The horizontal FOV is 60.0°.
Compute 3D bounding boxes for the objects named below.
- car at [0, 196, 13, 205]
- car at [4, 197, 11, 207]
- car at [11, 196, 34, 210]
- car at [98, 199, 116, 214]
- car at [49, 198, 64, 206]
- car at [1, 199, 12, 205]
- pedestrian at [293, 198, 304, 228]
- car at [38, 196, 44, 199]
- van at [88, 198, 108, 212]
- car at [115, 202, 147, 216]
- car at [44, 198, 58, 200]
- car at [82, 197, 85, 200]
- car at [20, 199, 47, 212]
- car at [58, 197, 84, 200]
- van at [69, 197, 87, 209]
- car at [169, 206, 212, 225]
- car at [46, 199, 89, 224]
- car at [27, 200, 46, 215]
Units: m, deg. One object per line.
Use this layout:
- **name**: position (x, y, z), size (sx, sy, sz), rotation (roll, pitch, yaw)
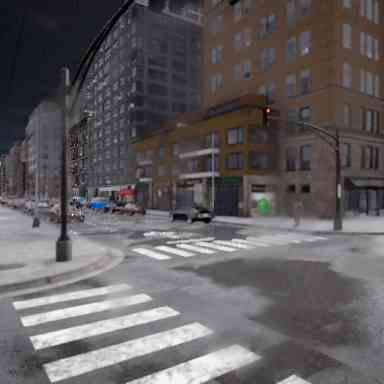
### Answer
- **car**: position (-37.276, 2.043, 67.558), size (1.887, 1.381, 4.507), rotation (0, -1, -34)
- **car**: position (-31.188, 1.970, 58.370), size (2.008, 1.369, 4.403), rotation (0, -1, -34)
- **car**: position (-25.101, 1.781, 49.183), size (1.967, 1.590, 4.097), rotation (0, -1, -34)
- **car**: position (-9.280, 1.838, 39.834), size (1.947, 1.339, 4.313), rotation (0, -1, -34)
- **car**: position (-27.543, 1.942, 67.397), size (1.967, 1.590, 4.097), rotation (0, -1, -34)
- **car**: position (-40.320, 2.119, 72.151), size (1.802, 1.307, 4.206), rotation (0, -1, -34)
- **pedestrian**: position (6.648, 1.281, 21.000), size (0.375, 1.860, 0.375), rotation (0, -1, -34)
- **car**: position (-33.630, 2.021, 76.585), size (1.967, 1.590, 4.097), rotation (0, -1, -34)
- **van**: position (-12.323, 1.649, 44.429), size (1.690, 1.788, 3.998), rotation (0, -1, -34)
- **car**: position (-6.236, 1.819, 35.240), size (1.802, 1.307, 4.206), rotation (0, -1, -34)
- **car**: position (-23.111, 2.002, 55.935), size (1.895, 1.301, 4.718), rotation (0, -1, -34)
- **car**: position (-15.367, 1.896, 49.021), size (2.008, 1.369, 4.403), rotation (0, -1, -34)
- **car**: position (-19.013, 1.816, 39.995), size (2.008, 1.369, 4.403), rotation (0, -1, -34)
- **car**: position (-17.301, 1.833, 47.258), size (1.837, 1.490, 4.892), rotation (0, -1, -33)
- **van**: position (-18.411, 1.724, 53.616), size (1.690, 1.788, 3.998), rotation (0, -1, -34)
- **car**: position (-0.147, 1.737, 26.052), size (1.947, 1.339, 4.313), rotation (0, -1, -34)
- **car**: position (-9.881, 1.601, 26.215), size (1.967, 1.590, 4.097), rotation (0, -1, -34)
- **car**: position (-15.969, 1.811, 35.401), size (1.802, 1.307, 4.206), rotation (0, -1, -34)
